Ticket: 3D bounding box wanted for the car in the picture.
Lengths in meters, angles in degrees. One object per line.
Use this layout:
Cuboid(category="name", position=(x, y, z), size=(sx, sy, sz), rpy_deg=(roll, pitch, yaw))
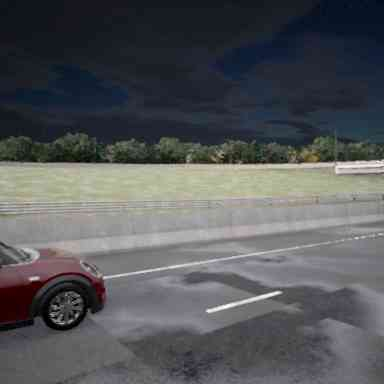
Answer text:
Cuboid(category="car", position=(-3.756, 1.351, 5.366), size=(4.553, 1.767, 2.097), rpy_deg=(0, 0, -36))
